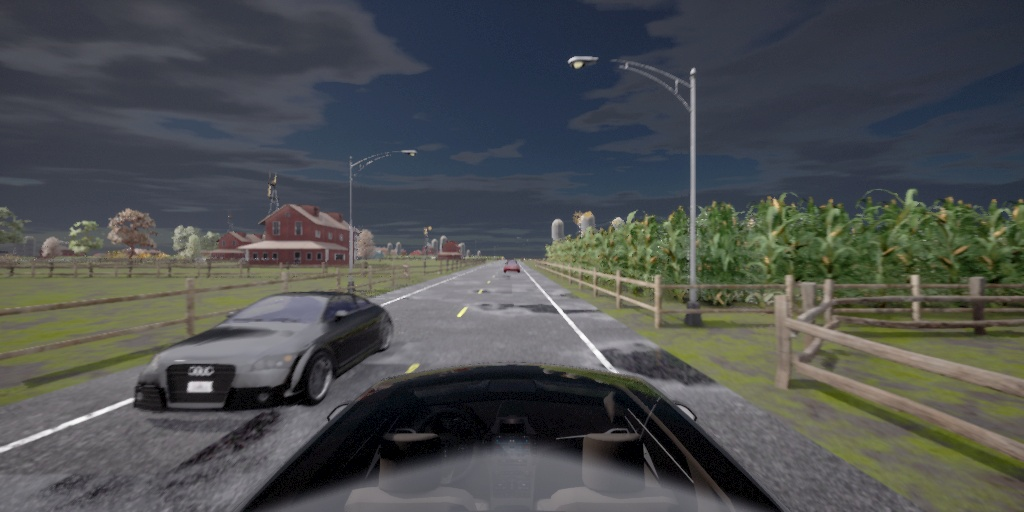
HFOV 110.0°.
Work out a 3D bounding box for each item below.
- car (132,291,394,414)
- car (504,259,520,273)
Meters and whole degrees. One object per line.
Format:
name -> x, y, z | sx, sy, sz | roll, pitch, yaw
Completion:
car -> -3.556, 1.310, 6.093 | 1.994, 1.385, 4.181 | 0, 0, 0
car -> 0.015, 1.298, 44.315 | 1.994, 1.385, 4.181 | 0, 0, 1
